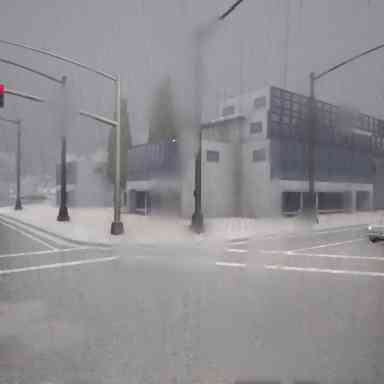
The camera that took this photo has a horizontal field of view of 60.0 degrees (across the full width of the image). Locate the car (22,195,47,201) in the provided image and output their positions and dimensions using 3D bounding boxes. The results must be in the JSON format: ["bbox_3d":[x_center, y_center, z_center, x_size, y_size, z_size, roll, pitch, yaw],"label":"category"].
[{"bbox_3d":[-38.830,1.431,83.064,4.902,1.511,2.128,0,0,6],"label":"car"}]

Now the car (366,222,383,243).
[{"bbox_3d":[9.837,1.649,15.096,4.718,1.301,1.895,0,0,-38],"label":"car"}]
